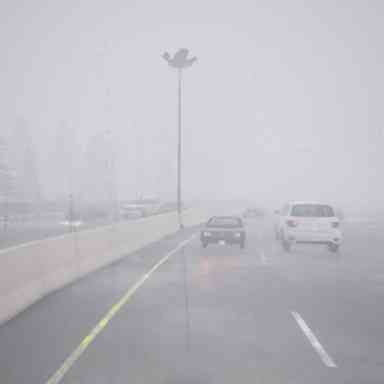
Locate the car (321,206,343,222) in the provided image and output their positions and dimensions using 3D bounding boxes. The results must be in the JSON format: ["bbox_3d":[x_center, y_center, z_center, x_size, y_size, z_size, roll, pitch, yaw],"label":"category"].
[{"bbox_3d":[13.595,2.052,32.434,1.895,1.301,4.718,0,-1,21],"label":"car"}]

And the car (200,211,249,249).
[{"bbox_3d":[1.601,1.791,15.719,1.895,1.301,4.718,0,-1,10],"label":"car"}]

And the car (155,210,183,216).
[{"bbox_3d":[-1.974,1.694,30.869,2.097,1.767,4.553,0,-1,19],"label":"car"}]

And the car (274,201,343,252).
[{"bbox_3d":[5.042,1.424,15.115,2.150,2.045,5.566,0,-1,10],"label":"car"}]

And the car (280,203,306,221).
[{"bbox_3d":[9.994,1.924,32.705,2.128,1.511,4.902,0,-1,21],"label":"car"}]

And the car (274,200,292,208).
[{"bbox_3d":[18.196,2.407,66.697,1.994,1.385,4.181,0,-1,39],"label":"car"}]

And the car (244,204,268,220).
[{"bbox_3d":[6.276,1.938,32.796,1.812,1.442,4.674,0,-1,20],"label":"car"}]
